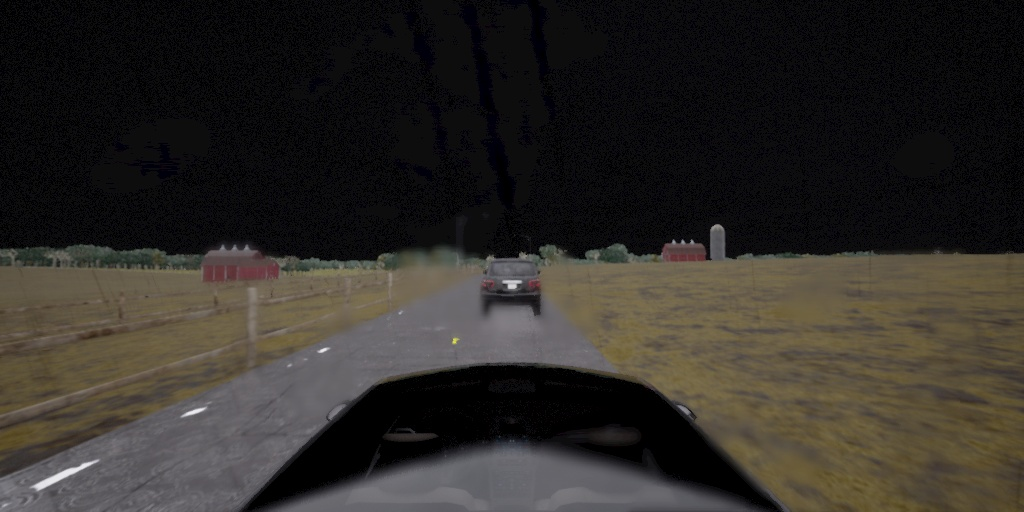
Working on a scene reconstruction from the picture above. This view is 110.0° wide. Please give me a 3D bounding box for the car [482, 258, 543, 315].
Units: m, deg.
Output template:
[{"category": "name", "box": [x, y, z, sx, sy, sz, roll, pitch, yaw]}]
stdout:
[{"category": "car", "box": [0.023, 1.111, 14.421, 2.150, 2.045, 5.566, 0, 0, 0]}]
